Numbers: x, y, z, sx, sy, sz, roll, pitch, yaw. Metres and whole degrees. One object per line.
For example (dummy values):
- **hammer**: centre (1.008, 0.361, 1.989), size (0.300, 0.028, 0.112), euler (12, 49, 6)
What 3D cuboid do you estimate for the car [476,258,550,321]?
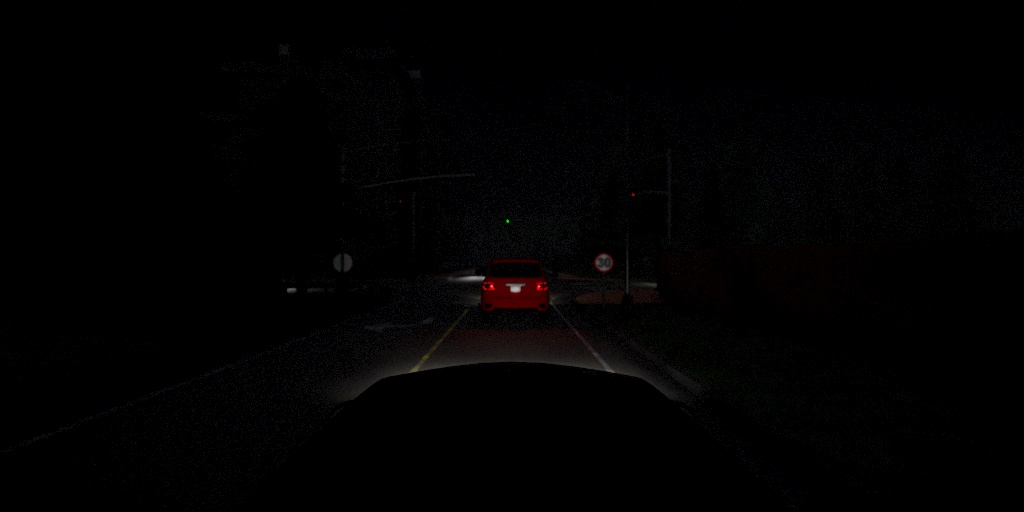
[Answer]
- **car**: centre (0.079, 1.086, 13.096), size (2.150, 2.045, 5.566), euler (0, -1, 0)

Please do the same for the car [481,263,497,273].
- **car**: centre (-3.566, 1.842, 55.961), size (2.033, 1.411, 5.357), euler (0, -1, 0)
